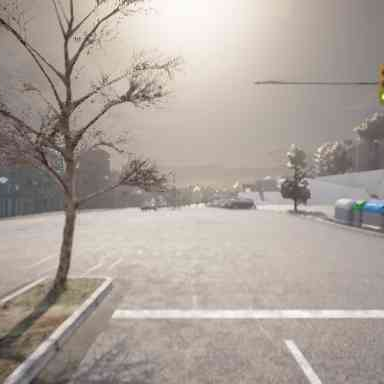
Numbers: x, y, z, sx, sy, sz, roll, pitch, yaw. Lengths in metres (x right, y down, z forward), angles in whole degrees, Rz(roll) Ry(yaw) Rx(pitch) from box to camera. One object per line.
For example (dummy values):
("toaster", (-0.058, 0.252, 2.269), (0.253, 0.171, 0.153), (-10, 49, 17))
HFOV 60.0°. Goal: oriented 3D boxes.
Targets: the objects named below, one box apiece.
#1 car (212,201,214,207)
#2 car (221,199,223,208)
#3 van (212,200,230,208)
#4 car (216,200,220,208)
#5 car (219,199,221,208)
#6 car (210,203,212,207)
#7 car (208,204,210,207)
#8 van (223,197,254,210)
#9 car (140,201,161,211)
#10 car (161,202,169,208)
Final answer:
("car", (8.233, 3.035, 79.242), (5.366, 1.575, 1.946), (2, -3, -20))
("car", (8.059, 2.310, 58.341), (4.674, 1.452, 2.002), (2, -3, -20))
("van", (7.953, 3.264, 91.043), (4.442, 1.987, 1.878), (2, -2, -20))
("car", (7.889, 2.480, 64.226), (5.366, 1.575, 1.946), (2, -2, -20))
("car", (8.065, 2.418, 61.313), (4.674, 1.452, 2.002), (2, -2, -20))
("car", (8.064, 3.254, 85.125), (5.008, 1.535, 2.097), (2, -2, -20))
("car", (8.087, 3.119, 88.124), (5.566, 2.045, 2.435), (2, -3, -20))
("van", (7.958, 1.932, 55.328), (4.442, 1.987, 1.878), (2, -2, -20))
("car", (-5.871, 1.943, 45.908), (1.994, 1.385, 4.181), (0, -2, 0))
("car", (-5.886, 2.775, 70.383), (1.994, 1.385, 4.181), (0, -2, 0))
